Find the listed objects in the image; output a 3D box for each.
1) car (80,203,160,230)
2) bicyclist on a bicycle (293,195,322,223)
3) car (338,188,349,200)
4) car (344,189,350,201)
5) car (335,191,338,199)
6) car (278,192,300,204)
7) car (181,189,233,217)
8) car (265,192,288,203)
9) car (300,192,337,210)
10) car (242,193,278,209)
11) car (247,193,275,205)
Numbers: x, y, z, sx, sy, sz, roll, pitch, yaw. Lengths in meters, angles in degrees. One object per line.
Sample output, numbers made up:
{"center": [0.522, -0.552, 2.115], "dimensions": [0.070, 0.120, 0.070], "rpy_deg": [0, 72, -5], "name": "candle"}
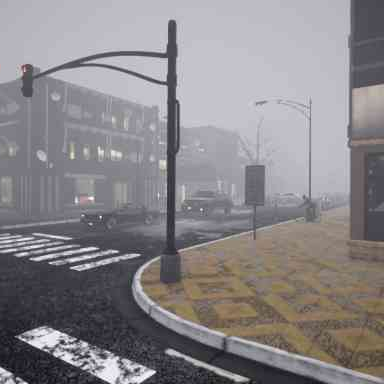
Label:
{"center": [-4.072, 1.334, 19.299], "dimensions": [1.895, 1.301, 4.718], "rpy_deg": [1, 1, 35], "name": "car"}
{"center": [6.775, 1.003, 19.598], "dimensions": [1.656, 1.620, 0.582], "rpy_deg": [0, 1, 35], "name": "bicyclist on a bicycle"}
{"center": [24.213, 0.572, 54.552], "dimensions": [2.033, 1.411, 5.357], "rpy_deg": [1, 1, 36], "name": "car"}
{"center": [25.412, 0.619, 51.686], "dimensions": [1.887, 1.381, 4.507], "rpy_deg": [2, 2, 35], "name": "car"}
{"center": [18.531, 0.788, 46.316], "dimensions": [1.895, 1.301, 4.718], "rpy_deg": [1, 1, 35], "name": "car"}
{"center": [12.954, 0.772, 43.800], "dimensions": [1.812, 1.442, 4.674], "rpy_deg": [1, 1, 34], "name": "car"}
{"center": [1.370, 0.798, 27.139], "dimensions": [2.150, 2.045, 5.566], "rpy_deg": [1, 1, 35], "name": "car"}
{"center": [12.102, 0.767, 47.242], "dimensions": [1.802, 1.307, 4.206], "rpy_deg": [2, 2, 35], "name": "car"}
{"center": [12.650, 0.993, 33.068], "dimensions": [2.008, 1.369, 4.403], "rpy_deg": [2, 2, 35], "name": "car"}
{"center": [7.081, 1.014, 35.388], "dimensions": [1.895, 1.301, 4.718], "rpy_deg": [1, 1, 35], "name": "car"}
{"center": [8.863, 0.821, 42.620], "dimensions": [1.887, 1.381, 4.507], "rpy_deg": [2, 2, 35], "name": "car"}
